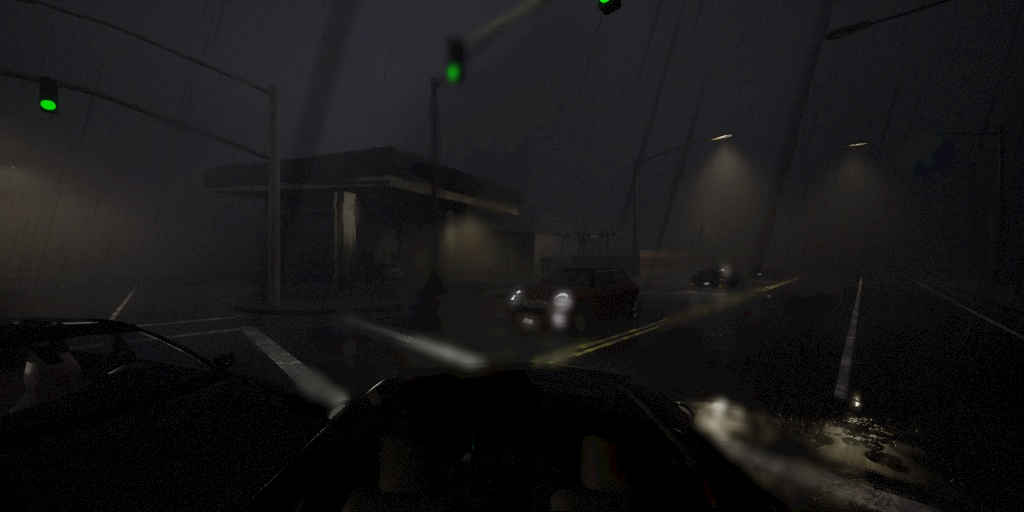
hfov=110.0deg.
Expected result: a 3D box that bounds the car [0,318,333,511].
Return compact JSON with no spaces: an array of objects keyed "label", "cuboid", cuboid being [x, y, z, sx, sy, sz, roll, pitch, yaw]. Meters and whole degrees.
[{"label":"car","cuboid":[-3.443,1.242,2.419,4.902,1.511,2.128,0,0,14]}]

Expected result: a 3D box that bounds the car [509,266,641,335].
[{"label":"car","cuboid":[2.024,1.104,10.765,2.097,1.767,4.553,0,0,45]}]

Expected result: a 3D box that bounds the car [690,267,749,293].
[{"label":"car","cuboid":[11.939,1.314,20.825,1.994,1.385,4.181,0,0,44]}]

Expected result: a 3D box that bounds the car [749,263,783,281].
[{"label":"car","cuboid":[21.557,1.314,30.550,4.181,1.385,1.994,0,0,-45]}]
